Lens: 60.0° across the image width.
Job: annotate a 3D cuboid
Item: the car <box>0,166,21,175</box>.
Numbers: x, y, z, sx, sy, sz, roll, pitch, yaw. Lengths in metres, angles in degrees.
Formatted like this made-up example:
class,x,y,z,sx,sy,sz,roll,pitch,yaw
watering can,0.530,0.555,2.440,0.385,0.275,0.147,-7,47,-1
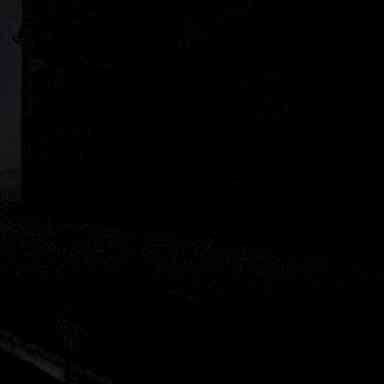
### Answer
class,x,y,z,sx,sy,sz,roll,pitch,yaw
car,-24.741,-2.933,47.993,4.892,1.521,2.231,1,0,27
